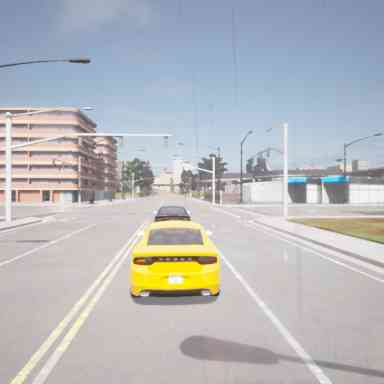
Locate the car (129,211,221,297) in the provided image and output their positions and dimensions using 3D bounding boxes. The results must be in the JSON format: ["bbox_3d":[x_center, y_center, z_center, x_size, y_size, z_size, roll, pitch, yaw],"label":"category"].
[{"bbox_3d":[-0.441,1.478,8.630,1.882,1.535,5.008,0,0,-3],"label":"car"}]

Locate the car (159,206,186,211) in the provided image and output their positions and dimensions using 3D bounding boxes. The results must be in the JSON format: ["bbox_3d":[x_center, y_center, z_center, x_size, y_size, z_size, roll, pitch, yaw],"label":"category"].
[{"bbox_3d":[-1.076,1.478,18.190,1.882,1.535,5.008,0,0,-4],"label":"car"}]
